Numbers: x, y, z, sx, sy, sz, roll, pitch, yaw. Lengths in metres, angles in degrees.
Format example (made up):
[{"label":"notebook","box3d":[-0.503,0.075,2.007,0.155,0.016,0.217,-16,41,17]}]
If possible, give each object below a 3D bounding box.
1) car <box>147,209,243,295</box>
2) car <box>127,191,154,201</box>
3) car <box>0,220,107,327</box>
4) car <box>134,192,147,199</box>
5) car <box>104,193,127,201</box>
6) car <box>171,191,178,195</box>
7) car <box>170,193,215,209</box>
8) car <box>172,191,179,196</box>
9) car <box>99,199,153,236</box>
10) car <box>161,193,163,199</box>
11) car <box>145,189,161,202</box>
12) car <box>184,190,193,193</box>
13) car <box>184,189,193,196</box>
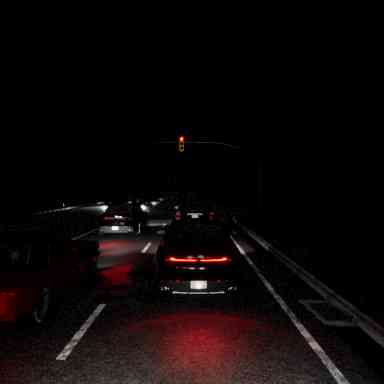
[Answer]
[{"label":"car","box3d":[0.121,1.416,8.488,1.837,1.490,4.892,0,1,0]},{"label":"car","box3d":[-6.997,0.932,45.526,2.128,1.511,4.902,0,1,1]},{"label":"car","box3d":[-3.383,1.532,6.889,1.895,1.301,4.718,0,1,0]},{"label":"car","box3d":[-10.707,0.668,70.067,2.033,1.411,5.357,0,1,-1]},{"label":"car","box3d":[-10.507,1.048,45.046,1.895,1.301,4.718,0,1,0]},{"label":"car","box3d":[-3.870,0.579,75.220,1.812,1.442,4.674,0,1,-2]},{"label":"car","box3d":[0.142,1.147,17.607,2.097,1.767,4.553,0,1,0]},{"label":"car","box3d":[-4.332,0.367,85.264,1.812,1.442,4.674,0,1,-3]},{"label":"car","box3d":[-3.358,1.308,16.953,1.837,1.490,4.892,0,1,0]},{"label":"car","box3d":[-7.239,0.652,71.255,2.033,1.411,5.357,0,1,-2]},{"label":"car","box3d":[-7.058,0.524,56.026,2.150,2.045,5.566,0,1,0]},{"label":"car","box3d":[-0.371,0.586,75.310,1.812,1.442,4.674,0,1,-2]},{"label":"car","box3d":[-0.835,0.196,85.423,2.097,1.767,4.553,0,1,-3]}]
